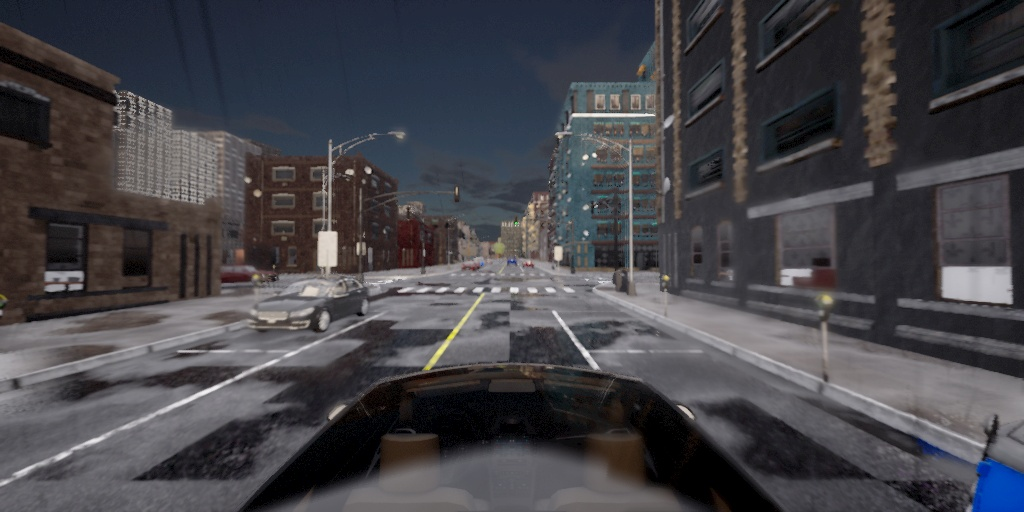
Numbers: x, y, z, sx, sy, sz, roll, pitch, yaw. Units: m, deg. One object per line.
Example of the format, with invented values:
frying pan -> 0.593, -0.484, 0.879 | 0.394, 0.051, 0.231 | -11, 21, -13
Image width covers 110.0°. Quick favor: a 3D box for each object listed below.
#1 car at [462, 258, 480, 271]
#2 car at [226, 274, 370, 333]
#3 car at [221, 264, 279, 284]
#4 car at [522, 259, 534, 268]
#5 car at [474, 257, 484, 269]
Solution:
car -> -5.769, 1.308, 48.616 | 1.888, 1.381, 4.507 | 0, 0, 0
car -> -5.691, 1.303, 10.661 | 2.007, 1.370, 4.403 | 0, 0, 0
car -> -19.296, 1.370, 25.907 | 4.507, 1.381, 1.888 | 0, 0, 1
car -> 2.687, 1.206, 60.047 | 1.967, 1.591, 4.097 | 0, 0, 0
car -> -5.694, 1.309, 54.298 | 1.888, 1.381, 4.507 | 0, 0, 0
